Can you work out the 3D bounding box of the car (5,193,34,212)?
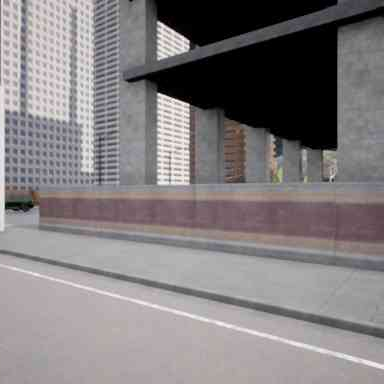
[{"bbox_3d":[-19.912,1.207,35.657,2.150,2.045,5.566,0,1,36],"label":"car"}]
